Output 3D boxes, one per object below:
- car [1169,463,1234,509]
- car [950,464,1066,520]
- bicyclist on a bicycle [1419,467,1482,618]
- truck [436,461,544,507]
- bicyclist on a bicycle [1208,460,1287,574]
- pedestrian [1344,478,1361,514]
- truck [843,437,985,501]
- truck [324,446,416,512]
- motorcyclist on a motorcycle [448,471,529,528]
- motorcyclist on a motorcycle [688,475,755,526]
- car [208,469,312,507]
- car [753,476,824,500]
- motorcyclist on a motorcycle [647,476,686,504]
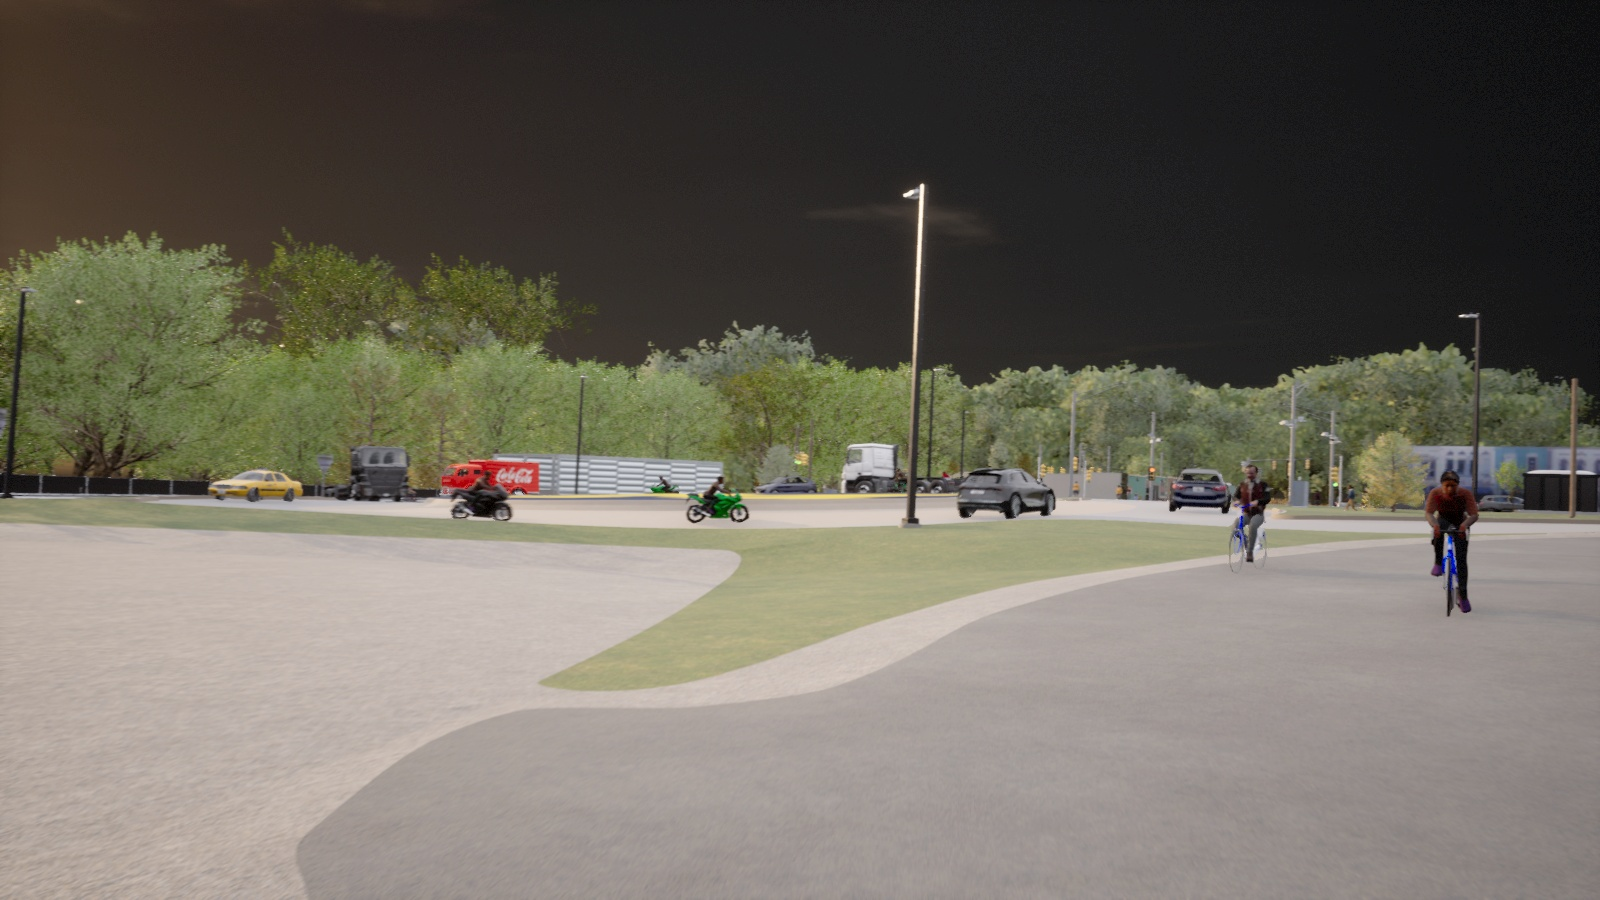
[{"bbox_3d":[15.849,1.375,49.430,2.242,1.667,4.611,1,0,19],"label":"car"},{"bbox_3d":[7.028,1.346,41.971,2.033,1.649,4.856,0,1,33],"label":"car"},{"bbox_3d":[7.454,1.010,14.361,0.582,1.620,1.656,0,-1,29],"label":"bicyclist on a bicycle"},{"bbox_3d":[-17.402,1.941,70.713,5.204,2.467,2.627,3,-2,-41],"label":"truck"},{"bbox_3d":[7.348,1.066,20.570,0.659,1.776,1.843,-1,-1,38],"label":"bicyclist on a bicycle"},{"bbox_3d":[30.428,2.518,69.104,0.788,1.949,0.423,1,-3,28],"label":"pedestrian"},{"bbox_3d":[6.584,1.196,73.397,7.936,3.462,2.891,-2,-5,38],"label":"truck"},{"bbox_3d":[-26.303,1.846,76.538,2.891,3.462,7.936,1,-5,-37],"label":"truck"},{"bbox_3d":[-8.938,1.421,36.027,2.044,1.523,0.797,1,-4,18],"label":"motorcyclist on a motorcycle"},{"bbox_3d":[-2.472,1.594,39.905,2.044,1.523,0.797,-1,4,1],"label":"motorcyclist on a motorcycle"},{"bbox_3d":[-24.797,1.768,57.915,1.801,1.575,5.366,2,-2,9],"label":"car"},{"bbox_3d":[-0.748,2.419,80.509,4.193,1.474,1.816,0,-1,-33],"label":"car"},{"bbox_3d":[-7.866,2.355,73.992,2.044,1.523,0.797,-3,-1,6],"label":"motorcyclist on a motorcycle"}]
